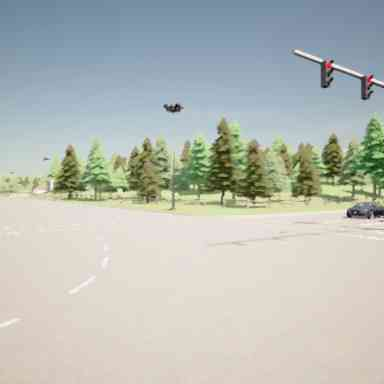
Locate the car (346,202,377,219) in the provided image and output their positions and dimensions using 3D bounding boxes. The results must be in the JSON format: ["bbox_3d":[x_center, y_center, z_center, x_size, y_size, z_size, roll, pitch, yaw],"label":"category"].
[{"bbox_3d":[15.322,1.560,29.040,4.181,1.385,1.994,0,0,-35],"label":"car"}]

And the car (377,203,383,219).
[{"bbox_3d":[16.672,1.501,25.718,4.892,1.490,1.837,0,0,-36],"label":"car"}]
